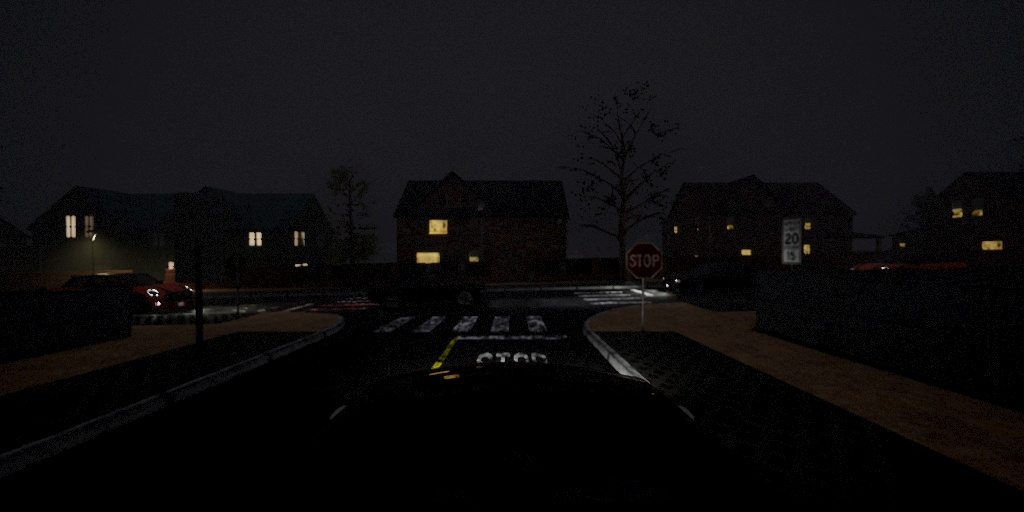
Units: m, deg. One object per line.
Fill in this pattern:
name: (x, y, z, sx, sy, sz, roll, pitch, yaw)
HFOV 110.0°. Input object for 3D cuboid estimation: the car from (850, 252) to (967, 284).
car: (19.809, 0.611, 18.081, 4.553, 1.767, 2.097, -1, 1, 0)

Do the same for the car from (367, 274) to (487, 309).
car: (-3.419, 1.415, 15.123, 4.718, 1.301, 1.895, -2, 1, 0)

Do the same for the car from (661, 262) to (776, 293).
car: (10.440, 1.027, 18.046, 5.357, 1.411, 2.033, -1, 1, -1)

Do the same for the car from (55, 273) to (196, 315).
car: (-16.196, 1.495, 15.099, 4.553, 1.767, 2.097, -1, 1, 0)
